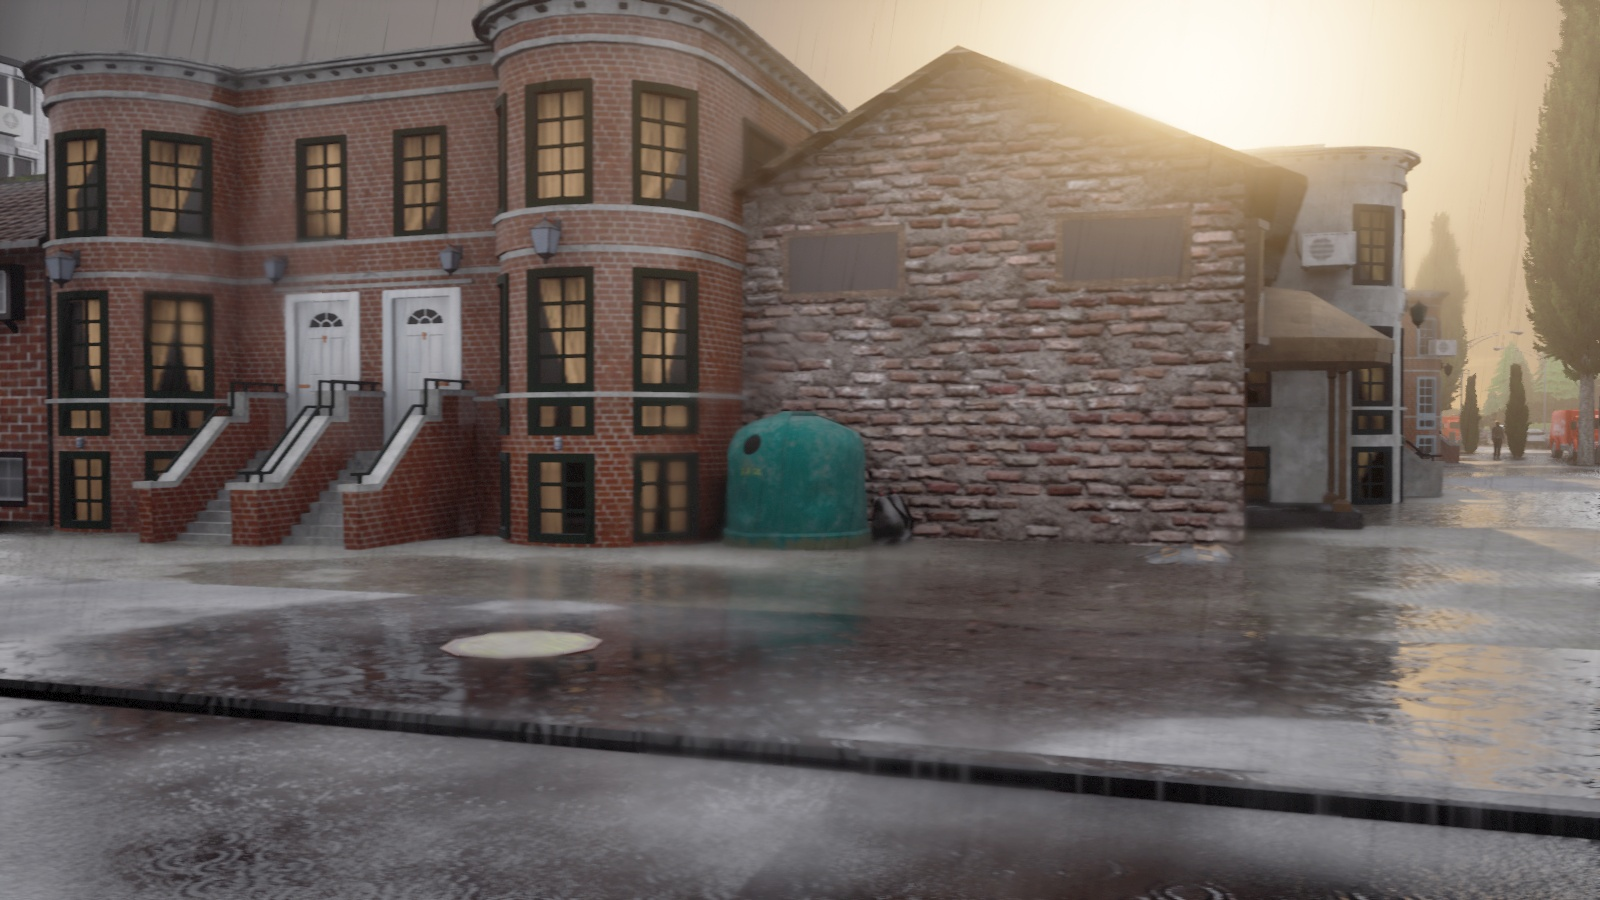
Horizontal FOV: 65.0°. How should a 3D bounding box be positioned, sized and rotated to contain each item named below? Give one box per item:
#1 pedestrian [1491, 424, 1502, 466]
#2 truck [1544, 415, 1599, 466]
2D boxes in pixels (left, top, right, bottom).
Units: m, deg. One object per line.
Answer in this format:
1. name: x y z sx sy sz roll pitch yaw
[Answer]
1. pedestrian: 30.879 -0.227 55.670 0.331 1.846 0.634 1 1 20
2. truck: 39.188 -0.490 62.509 2.627 2.467 5.204 1 1 19
